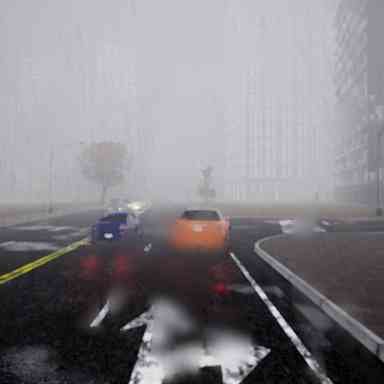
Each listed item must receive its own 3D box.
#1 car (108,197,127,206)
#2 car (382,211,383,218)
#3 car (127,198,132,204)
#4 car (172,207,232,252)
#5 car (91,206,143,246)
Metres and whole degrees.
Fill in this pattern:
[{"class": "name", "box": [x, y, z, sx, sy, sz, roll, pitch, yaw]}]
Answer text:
[{"class": "car", "box": [-12.173, 1.633, 53.577, 2.097, 1.767, 4.553, 0, 0, -4]}, {"class": "car", "box": [16.907, 1.395, 25.444, 4.097, 1.590, 1.967, -1, 0, 13]}, {"class": "car", "box": [-13.577, 1.869, 69.060, 1.994, 1.385, 4.181, 0, 0, -6]}, {"class": "car", "box": [0.566, 1.427, 14.443, 2.097, 1.767, 4.553, 0, 0, 9]}, {"class": "car", "box": [-3.432, 1.609, 15.757, 1.812, 1.442, 4.674, 0, 0, -1]}]
